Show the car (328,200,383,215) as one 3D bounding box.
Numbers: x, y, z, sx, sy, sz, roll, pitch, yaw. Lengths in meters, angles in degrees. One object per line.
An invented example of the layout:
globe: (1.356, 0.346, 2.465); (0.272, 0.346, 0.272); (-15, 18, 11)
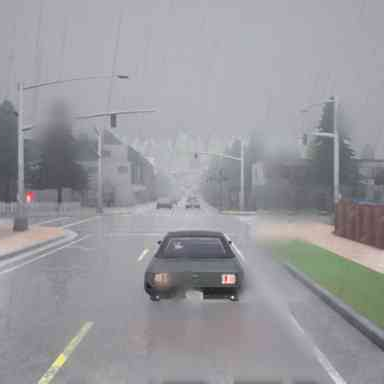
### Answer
car: (14.522, 1.457, 29.275); (5.008, 1.535, 1.882); (0, 0, -8)

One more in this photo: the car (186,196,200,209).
car: (0.093, 1.598, 45.918); (1.895, 1.301, 4.718); (0, 0, 0)

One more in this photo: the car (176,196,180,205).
car: (-3.572, 1.501, 59.744); (1.837, 1.490, 4.892); (0, 0, 0)

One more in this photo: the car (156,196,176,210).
car: (-3.595, 1.475, 44.118); (1.882, 1.535, 5.008); (0, 0, 0)

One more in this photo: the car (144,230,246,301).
car: (0.068, 1.600, 8.245); (1.895, 1.301, 4.718); (0, 0, 0)
